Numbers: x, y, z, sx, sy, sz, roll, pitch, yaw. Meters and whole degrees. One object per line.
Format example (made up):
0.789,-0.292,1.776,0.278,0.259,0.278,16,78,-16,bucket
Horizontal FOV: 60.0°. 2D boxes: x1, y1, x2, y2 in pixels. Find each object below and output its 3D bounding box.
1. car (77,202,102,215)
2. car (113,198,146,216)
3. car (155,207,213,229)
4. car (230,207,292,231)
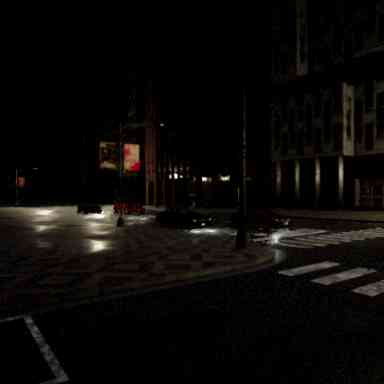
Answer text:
-12.803,2.042,41.491,1.882,1.535,5.008,0,-1,-35,car
-7.618,1.711,39.797,2.150,2.045,5.566,0,-1,-35,car
-0.772,1.833,24.608,2.033,1.411,5.357,0,-1,-36,car
4.566,1.733,22.743,1.812,1.442,4.674,0,-1,-36,car
